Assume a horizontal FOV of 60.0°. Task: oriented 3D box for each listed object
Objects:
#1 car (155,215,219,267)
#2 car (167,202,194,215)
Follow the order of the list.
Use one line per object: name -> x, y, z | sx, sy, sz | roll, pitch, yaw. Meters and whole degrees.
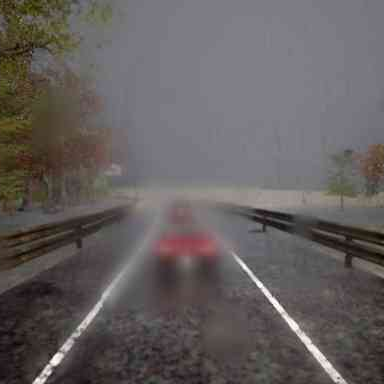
car -> -0.185, 1.713, 11.856 | 1.895, 1.301, 4.718 | 0, -1, -1
car -> -0.942, 1.614, 27.410 | 2.097, 1.767, 4.553 | 0, -1, -3
